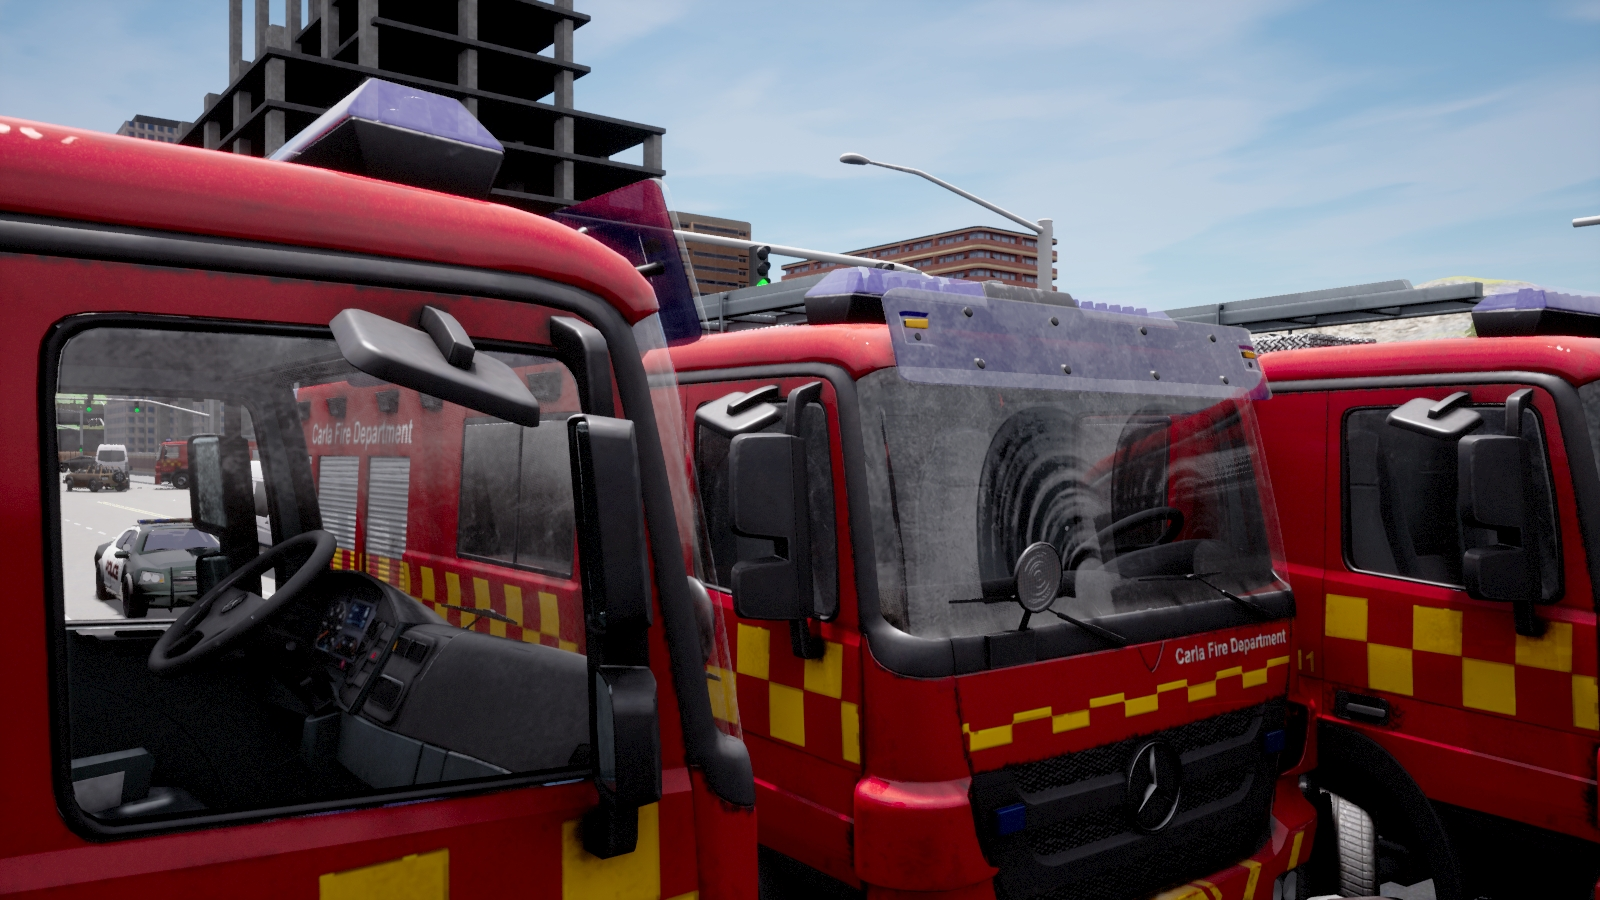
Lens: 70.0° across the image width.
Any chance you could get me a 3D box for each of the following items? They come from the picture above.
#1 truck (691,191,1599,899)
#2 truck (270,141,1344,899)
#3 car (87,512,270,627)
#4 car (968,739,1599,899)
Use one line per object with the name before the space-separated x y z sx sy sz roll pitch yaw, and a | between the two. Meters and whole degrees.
truck | 2.348 0.890 8.605 2.891 3.827 8.468 0 0 -31
truck | -1.099 0.890 8.003 2.891 3.827 8.468 0 0 -38
car | -11.386 2.037 20.746 2.038 1.542 4.974 0 0 -39
car | 2.437 2.065 3.109 1.970 1.475 3.806 0 0 -30
